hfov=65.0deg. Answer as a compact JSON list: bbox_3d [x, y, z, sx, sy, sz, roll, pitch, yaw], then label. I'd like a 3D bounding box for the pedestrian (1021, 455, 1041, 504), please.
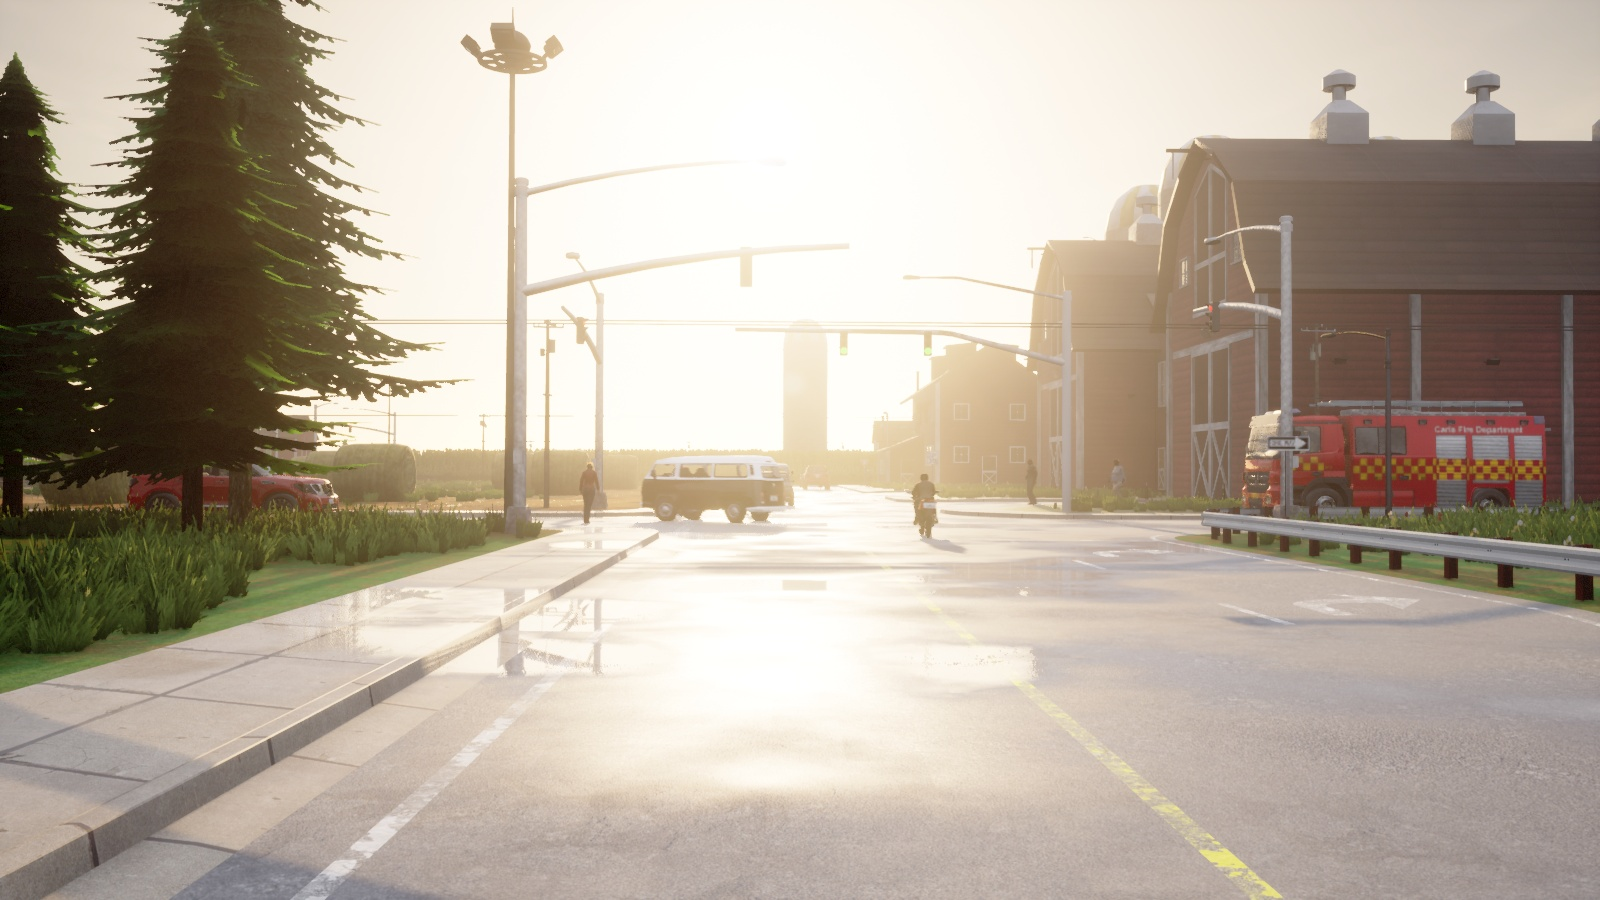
[{"bbox_3d":[9.039,1.154,49.173,0.666,1.930,0.402,0,-1,-26],"label":"pedestrian"}]

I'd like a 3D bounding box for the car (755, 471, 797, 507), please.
[{"bbox_3d":[-1.088,1.737,56.270,1.789,1.549,3.705,0,-1,-1],"label":"car"}]

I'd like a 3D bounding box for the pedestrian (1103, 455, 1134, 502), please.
[{"bbox_3d":[12.855,1.151,50.699,0.900,1.855,0.874,0,-1,-20],"label":"pedestrian"}]

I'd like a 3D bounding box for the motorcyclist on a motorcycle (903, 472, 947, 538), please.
[{"bbox_3d":[2.966,1.286,29.884,0.797,1.523,2.044,0,-1,-1],"label":"motorcyclist on a motorcycle"}]

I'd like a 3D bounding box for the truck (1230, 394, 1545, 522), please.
[{"bbox_3d":[18.252,0.264,39.399,8.468,3.827,2.891,0,-1,0],"label":"truck"}]

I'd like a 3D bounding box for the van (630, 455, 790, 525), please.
[{"bbox_3d":[-2.767,1.210,38.563,4.480,2.038,2.069,0,-2,27],"label":"van"}]

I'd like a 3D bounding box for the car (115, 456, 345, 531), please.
[{"bbox_3d":[-16.144,1.224,35.784,5.566,2.045,2.150,0,-1,0],"label":"car"}]

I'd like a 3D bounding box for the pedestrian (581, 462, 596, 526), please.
[{"bbox_3d":[-6.153,1.273,36.537,0.331,1.846,0.636,0,-1,2],"label":"pedestrian"}]
